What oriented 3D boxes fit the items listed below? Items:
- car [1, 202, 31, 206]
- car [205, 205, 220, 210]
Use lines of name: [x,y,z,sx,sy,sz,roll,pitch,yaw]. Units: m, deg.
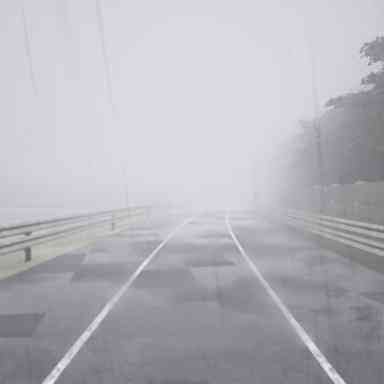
car: [-32.231,2.345,61.114,4.902,1.511,2.128,2,-4,-24]
car: [5.313,4.138,86.643,1.812,1.442,4.674,-4,-5,43]
